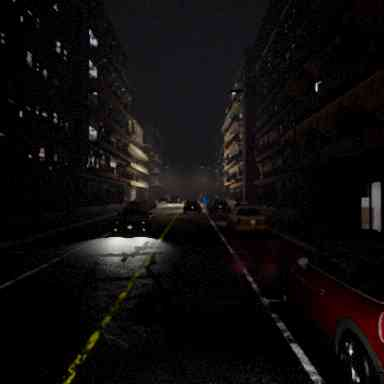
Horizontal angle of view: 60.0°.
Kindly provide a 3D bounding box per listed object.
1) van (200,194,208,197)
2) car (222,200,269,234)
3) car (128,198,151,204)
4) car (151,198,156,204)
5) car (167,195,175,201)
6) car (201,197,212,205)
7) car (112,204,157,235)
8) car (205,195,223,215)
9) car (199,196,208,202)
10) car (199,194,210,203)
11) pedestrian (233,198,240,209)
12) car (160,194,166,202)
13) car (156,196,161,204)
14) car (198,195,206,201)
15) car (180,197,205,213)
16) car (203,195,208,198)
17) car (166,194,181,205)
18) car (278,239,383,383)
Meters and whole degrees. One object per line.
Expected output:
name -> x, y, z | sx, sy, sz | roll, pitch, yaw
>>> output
van -> 2.699, 1.339, 56.137 | 1.690, 1.788, 3.998 | 1, 0, 0
car -> 2.998, 1.454, 18.923 | 1.801, 1.575, 5.366 | 0, 0, 0
car -> -5.682, 1.542, 33.531 | 1.887, 1.381, 4.507 | 1, 0, 0
car -> -5.681, 1.522, 39.022 | 1.752, 1.417, 4.829 | 1, 0, 0
car -> -5.686, 1.559, 90.146 | 2.008, 1.369, 4.403 | 1, 0, 0
car -> 2.696, 1.581, 61.799 | 1.802, 1.307, 4.206 | 1, 0, 0
car -> -3.101, 1.562, 18.524 | 1.994, 1.385, 4.181 | 0, 0, 0
car -> 2.700, 1.437, 33.491 | 1.967, 1.590, 4.097 | 1, 0, 0
car -> 2.695, 1.570, 78.784 | 1.947, 1.339, 4.313 | 1, 0, 0
car -> 2.699, 1.317, 73.122 | 2.192, 1.841, 5.009 | 1, 0, 0
pedestrian -> 2.998, 1.292, 21.930 | 0.375, 1.860, 0.375 | 1, -1, -3
car -> -5.681, 1.316, 67.500 | 2.192, 1.841, 5.009 | 1, 0, 0
car -> -5.682, 1.522, 44.683 | 1.752, 1.417, 4.829 | 1, 0, 0
car -> 2.694, 1.559, 90.108 | 2.008, 1.369, 4.403 | 1, 0, 0
car -> 0.044, 1.560, 36.150 | 1.994, 1.385, 4.181 | 0, 0, 0
car -> 2.700, 1.437, 39.152 | 1.967, 1.590, 4.097 | 1, 0, 0
car -> -3.050, 1.350, 60.097 | 2.097, 1.767, 4.553 | 0, 0, 1
car -> 2.702, 1.439, 5.181 | 1.967, 1.590, 4.097 | 1, 0, 0
